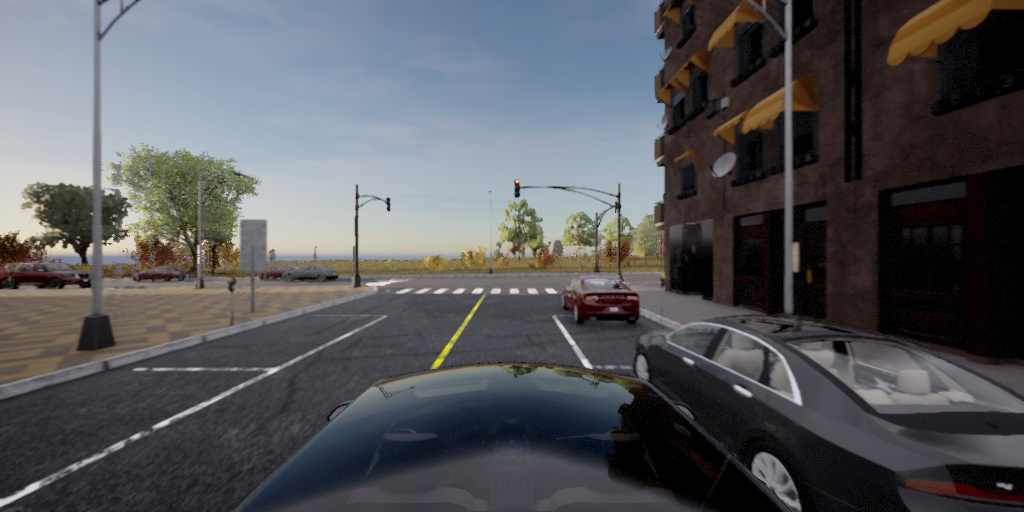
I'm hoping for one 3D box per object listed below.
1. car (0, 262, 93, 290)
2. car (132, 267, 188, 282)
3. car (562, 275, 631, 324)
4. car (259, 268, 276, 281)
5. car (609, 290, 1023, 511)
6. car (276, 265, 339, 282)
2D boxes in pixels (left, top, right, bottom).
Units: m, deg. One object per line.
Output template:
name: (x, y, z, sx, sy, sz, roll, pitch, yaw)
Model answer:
car: (-31.431, 1.357, 24.328, 5.009, 1.841, 2.192, 0, 0, 0)
car: (-31.662, 1.632, 32.395, 4.207, 1.307, 1.802, 0, 0, 0)
car: (2.695, 1.271, 11.716, 1.888, 1.381, 4.507, 0, 0, 0)
car: (-20.579, 1.499, 32.529, 4.207, 1.307, 1.802, 0, 0, 0)
car: (2.663, 1.295, 3.786, 2.007, 1.370, 4.403, 0, 0, 0)
car: (-16.737, 1.433, 29.869, 4.181, 1.385, 1.994, -1, 0, -1)
